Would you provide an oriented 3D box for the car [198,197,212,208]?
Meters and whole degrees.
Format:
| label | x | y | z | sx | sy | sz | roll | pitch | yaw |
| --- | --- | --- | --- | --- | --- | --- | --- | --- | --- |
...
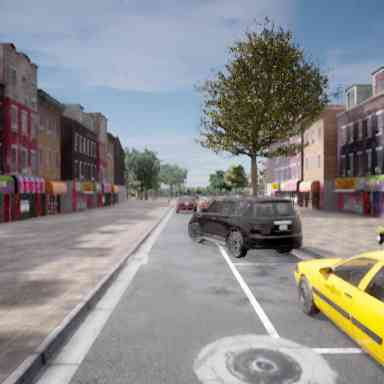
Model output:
| label | x | y | z | sx | sy | sz | roll | pitch | yaw |
| --- | --- | --- | --- | --- | --- | --- | --- | --- | --- |
| car | 1.790 | 1.396 | 46.549 | 1.752 | 1.417 | 4.829 | 0 | 0 | -1 |

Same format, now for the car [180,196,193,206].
| label | x | y | z | sx | sy | sz | roll | pitch | yaw |
| --- | --- | --- | --- | --- | --- | --- | --- | --- | --- |
| car | -0.870 | 1.426 | 52.879 | 1.994 | 1.385 | 4.181 | 0 | 0 | -1 |

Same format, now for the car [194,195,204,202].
| label | x | y | z | sx | sy | sz | roll | pitch | yaw |
| --- | --- | --- | --- | --- | --- | --- | --- | --- | --- |
| car | 1.385 | 1.366 | 68.727 | 1.752 | 1.417 | 4.829 | 0 | 0 | -1 |

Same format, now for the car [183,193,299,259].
| label | x | y | z | sx | sy | sz | roll | pitch | yaw |
| --- | --- | --- | --- | --- | --- | --- | --- | --- | --- |
| car | 1.789 | 1.186 | 12.901 | 2.150 | 2.045 | 5.566 | 0 | 0 | -23 |

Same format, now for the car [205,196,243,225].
| label | x | y | z | sx | sy | sz | roll | pitch | yaw |
| --- | --- | --- | --- | --- | --- | --- | --- | --- | --- |
| car | 2.198 | 1.245 | 24.200 | 2.192 | 1.841 | 5.009 | 0 | 0 | -1 |

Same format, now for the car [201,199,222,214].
| label | x | y | z | sx | sy | sz | roll | pitch | yaw |
| --- | --- | --- | --- | --- | --- | --- | --- | --- | --- |
| car | 1.996 | 1.443 | 35.290 | 1.887 | 1.381 | 4.507 | 0 | 0 | -1 |

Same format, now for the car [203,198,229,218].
| label | x | y | z | sx | sy | sz | roll | pitch | yaw |
| --- | --- | --- | --- | --- | --- | --- | --- | --- | --- |
| car | 2.097 | 1.354 | 29.745 | 1.967 | 1.590 | 4.097 | 0 | 0 | -1 |

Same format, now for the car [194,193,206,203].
| label | x | y | z | sx | sy | sz | roll | pitch | yaw |
| --- | --- | --- | --- | --- | --- | --- | --- | --- | --- |
| car | 1.489 | 1.164 | 63.012 | 2.192 | 1.841 | 5.009 | 0 | 0 | -1 |

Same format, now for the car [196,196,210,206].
| label | x | y | z | sx | sy | sz | roll | pitch | yaw |
| --- | --- | --- | --- | --- | --- | --- | --- | --- | --- |
| car | 1.692 | 1.414 | 51.922 | 2.008 | 1.369 | 4.403 | 0 | 0 | -1 |

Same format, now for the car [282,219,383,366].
| label | x | y | z | sx | sy | sz | roll | pitch | yaw |
| --- | --- | --- | --- | --- | --- | --- | --- | --- | --- |
| car | 2.944 | 1.444 | 4.495 | 1.801 | 1.575 | 5.366 | 0 | 0 | -1 |

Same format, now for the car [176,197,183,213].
| label | x | y | z | sx | sy | sz | roll | pitch | yaw |
| --- | --- | --- | --- | --- | --- | --- | --- | --- | --- |
| car | -0.549 | 1.250 | 35.080 | 2.097 | 1.767 | 4.553 | 0 | 0 | -1 |
